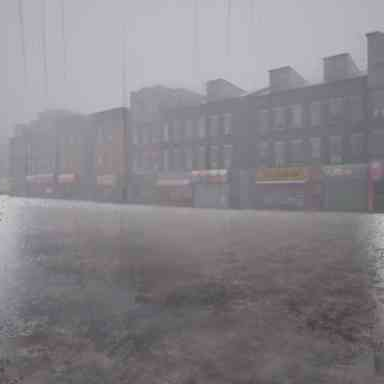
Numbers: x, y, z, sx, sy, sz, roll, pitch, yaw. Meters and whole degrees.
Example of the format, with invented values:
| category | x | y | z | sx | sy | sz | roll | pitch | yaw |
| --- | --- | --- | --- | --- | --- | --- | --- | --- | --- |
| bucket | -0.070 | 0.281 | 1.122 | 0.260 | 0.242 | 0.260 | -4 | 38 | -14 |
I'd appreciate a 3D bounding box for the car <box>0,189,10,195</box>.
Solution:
| category | x | y | z | sx | sy | sz | roll | pitch | yaw |
| --- | --- | --- | --- | --- | --- | --- | --- | --- | --- |
| car | -37.203 | 0.036 | 65.211 | 1.947 | 1.339 | 4.313 | 0 | 1 | 36 |
